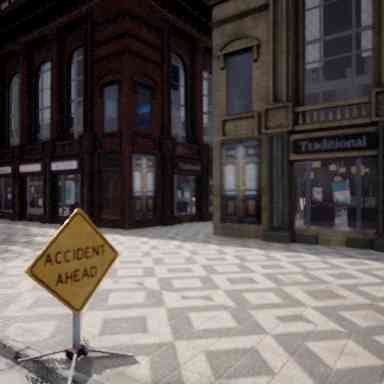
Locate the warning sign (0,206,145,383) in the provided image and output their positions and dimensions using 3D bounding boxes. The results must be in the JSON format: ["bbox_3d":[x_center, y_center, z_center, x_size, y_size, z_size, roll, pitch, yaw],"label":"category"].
[{"bbox_3d":[-1.421,1.129,4.086,1.060,1.860,1.300,0,0,35],"label":"warning sign"}]
